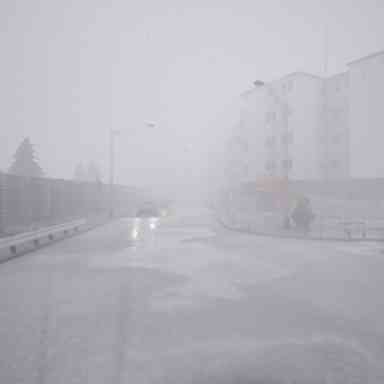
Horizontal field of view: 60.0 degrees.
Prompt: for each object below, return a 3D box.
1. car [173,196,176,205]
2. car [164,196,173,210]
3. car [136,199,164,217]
[{"bbox_3d":[-3.991,1.504,61.814,1.882,1.535,5.008,0,0,0],"label":"car"},{"bbox_3d":[-4.066,1.565,43.483,2.033,1.411,5.357,0,0,0],"label":"car"},{"bbox_3d":[-4.082,1.518,31.705,1.837,1.490,4.892,0,0,0],"label":"car"}]
